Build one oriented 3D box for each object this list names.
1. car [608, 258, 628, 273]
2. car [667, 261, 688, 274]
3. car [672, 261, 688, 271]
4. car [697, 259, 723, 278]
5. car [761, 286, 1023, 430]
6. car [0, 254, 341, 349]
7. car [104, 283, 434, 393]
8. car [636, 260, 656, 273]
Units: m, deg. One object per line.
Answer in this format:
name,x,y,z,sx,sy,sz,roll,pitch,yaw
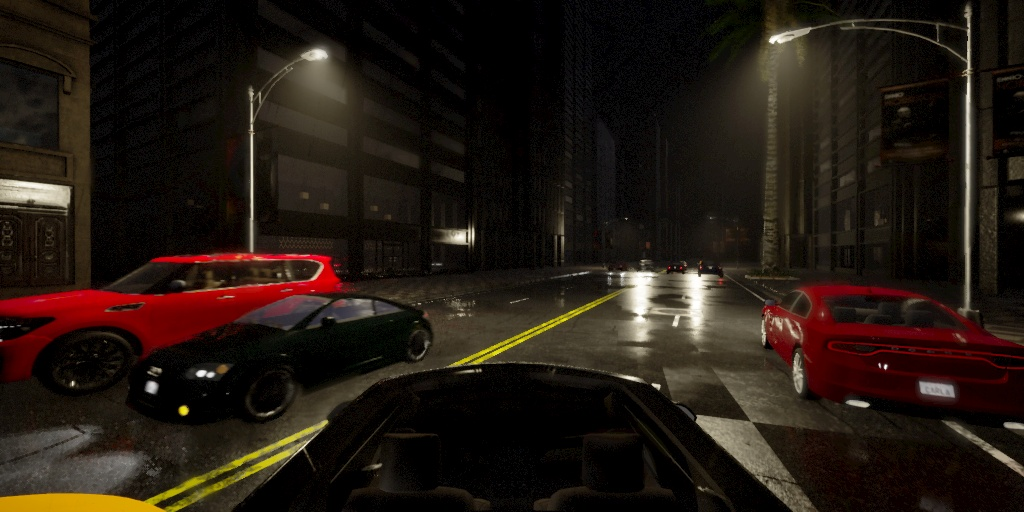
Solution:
car,13.385,1.296,45.163,1.812,1.442,4.674,0,0,27
car,18.667,1.317,40.788,2.033,1.411,5.357,0,0,27
car,23.558,1.381,50.284,1.895,1.301,4.718,0,0,27
car,19.304,1.118,34.965,2.097,1.767,4.553,0,0,27
car,5.516,1.228,5.895,1.882,1.535,5.008,0,0,27
car,-6.176,0.971,7.190,2.150,2.045,5.566,0,0,27
car,-3.203,1.314,5.865,1.994,1.385,4.181,0,0,27
car,16.527,1.263,44.164,2.128,1.511,4.902,0,0,27
